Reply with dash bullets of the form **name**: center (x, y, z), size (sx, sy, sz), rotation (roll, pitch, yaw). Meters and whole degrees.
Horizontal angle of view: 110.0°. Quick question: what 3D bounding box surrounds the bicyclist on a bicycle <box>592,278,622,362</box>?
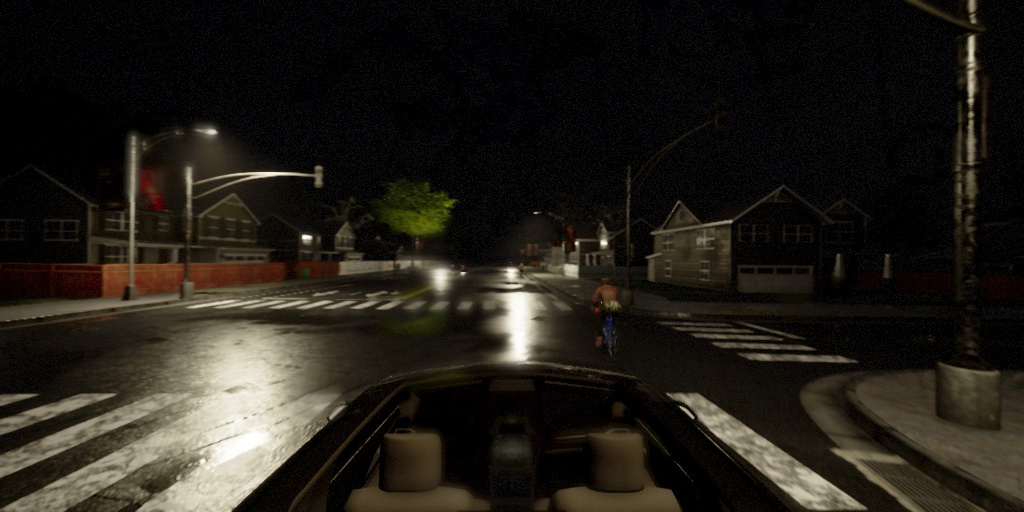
- **bicyclist on a bicycle**: center (2.009, 1.292, 7.596), size (0.582, 1.620, 1.656), rotation (1, -1, -2)

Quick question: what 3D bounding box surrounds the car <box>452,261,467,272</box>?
- **car**: center (-8.378, 1.626, 57.594), size (2.097, 1.767, 4.553), rotation (1, -1, -2)

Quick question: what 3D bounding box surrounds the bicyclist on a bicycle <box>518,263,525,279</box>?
- **bicyclist on a bicycle**: center (1.018, 1.605, 38.515), size (0.866, 1.612, 1.509), rotation (1, -1, -2)
